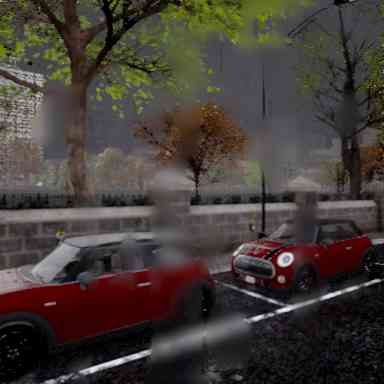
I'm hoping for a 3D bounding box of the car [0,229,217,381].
[{"bbox_3d":[-1.639,1.443,5.391,4.097,1.590,1.967,0,0,-35],"label":"car"}]

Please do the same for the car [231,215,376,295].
[{"bbox_3d":[2.943,1.452,8.659,4.097,1.590,1.967,0,0,-35],"label":"car"}]
